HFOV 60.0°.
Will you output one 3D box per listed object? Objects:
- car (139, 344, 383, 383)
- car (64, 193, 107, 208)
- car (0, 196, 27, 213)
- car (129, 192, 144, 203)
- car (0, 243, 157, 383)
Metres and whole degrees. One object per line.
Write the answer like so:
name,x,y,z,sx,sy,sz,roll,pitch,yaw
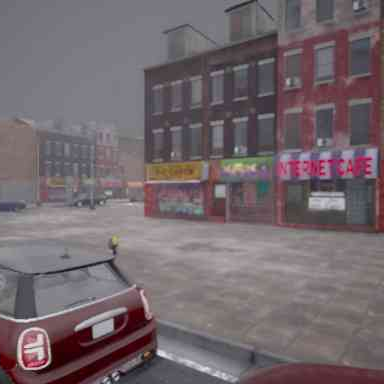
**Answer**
car,1.950,1.582,1.415,4.206,1.307,1.802,0,0,36
car,-11.620,0.876,36.568,1.837,1.490,4.892,0,2,35
car,-16.963,1.136,29.043,1.812,1.442,4.674,0,2,37
car,-6.297,0.705,44.046,1.994,1.385,4.181,0,2,36
car,-2.501,1.443,4.589,4.097,1.590,1.967,0,0,36
